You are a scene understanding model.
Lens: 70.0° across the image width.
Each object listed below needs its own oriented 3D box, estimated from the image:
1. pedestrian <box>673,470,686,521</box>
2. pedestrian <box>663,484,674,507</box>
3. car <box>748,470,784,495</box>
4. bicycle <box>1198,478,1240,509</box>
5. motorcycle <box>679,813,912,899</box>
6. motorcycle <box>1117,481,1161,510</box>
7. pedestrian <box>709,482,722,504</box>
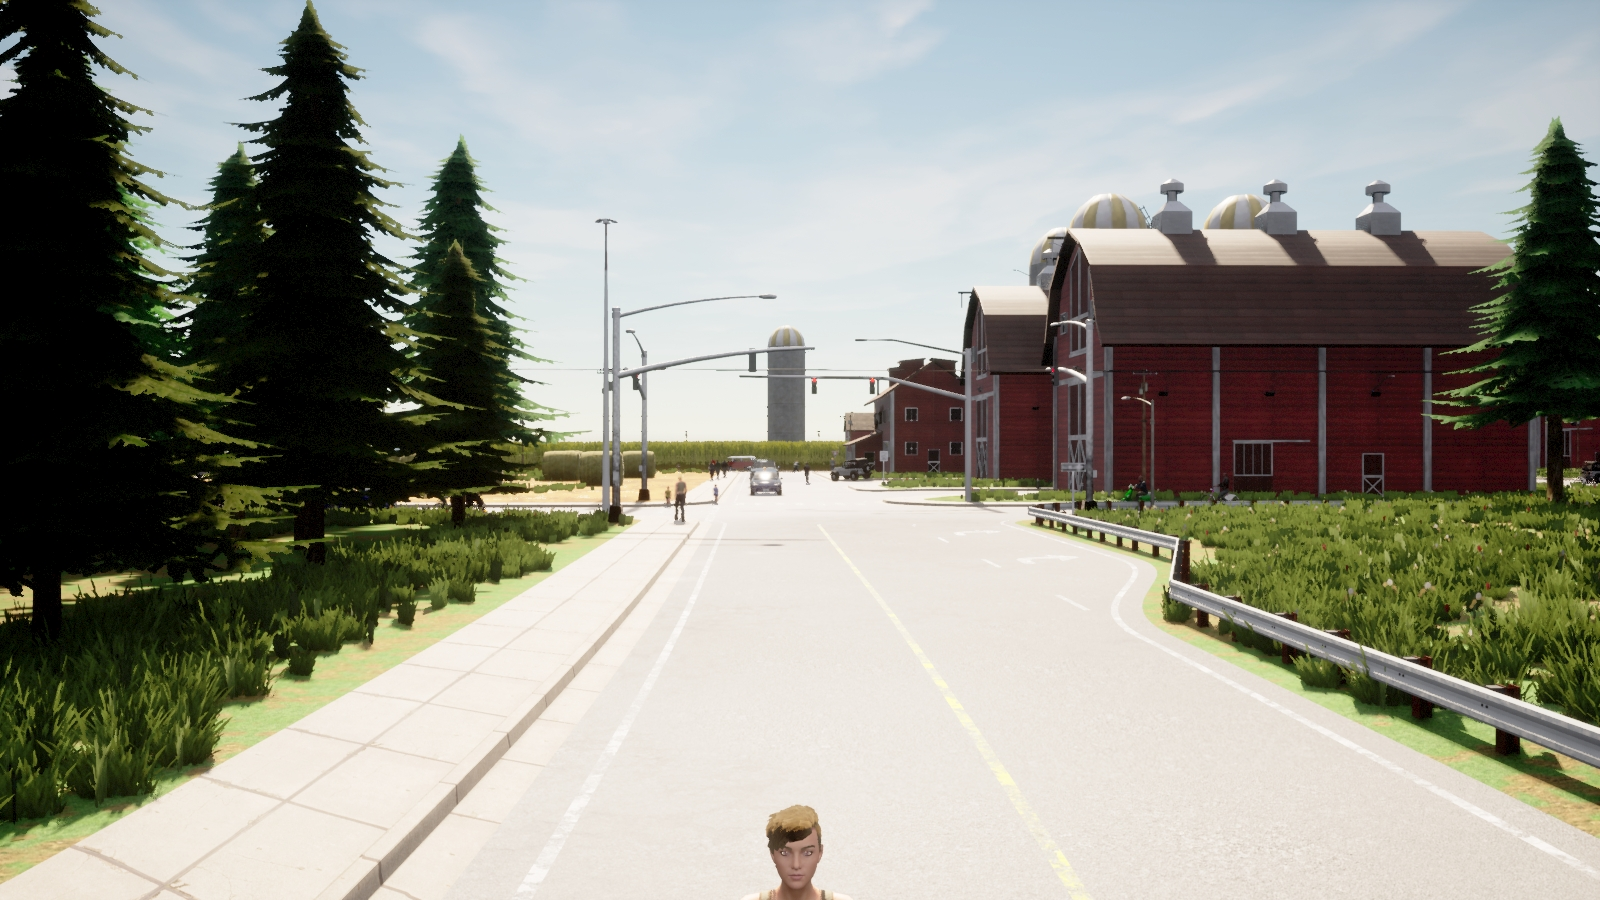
[{"bbox_3d":[-4.426,1.672,42.081,0.375,1.860,0.375,0,0,-22],"label":"pedestrian"},{"bbox_3d":[-6.471,2.227,56.181,0.500,1.100,0.500,0,0,-3],"label":"pedestrian"},{"bbox_3d":[-2.153,2.036,72.119,2.163,1.488,4.792,0,0,-2],"label":"car"},{"bbox_3d":[19.800,2.064,53.998,1.835,1.471,0.329,0,0,-1],"label":"bicycle"},{"bbox_3d":[-0.013,2.128,3.457,0.764,1.307,2.356,0,0,0],"label":"motorcycle"},{"bbox_3d":[15.989,2.145,53.899,1.805,1.316,0.856,0,0,-1],"label":"motorcycle"},{"bbox_3d":[-4.340,2.205,58.646,0.500,1.100,0.500,0,0,-20],"label":"pedestrian"}]
